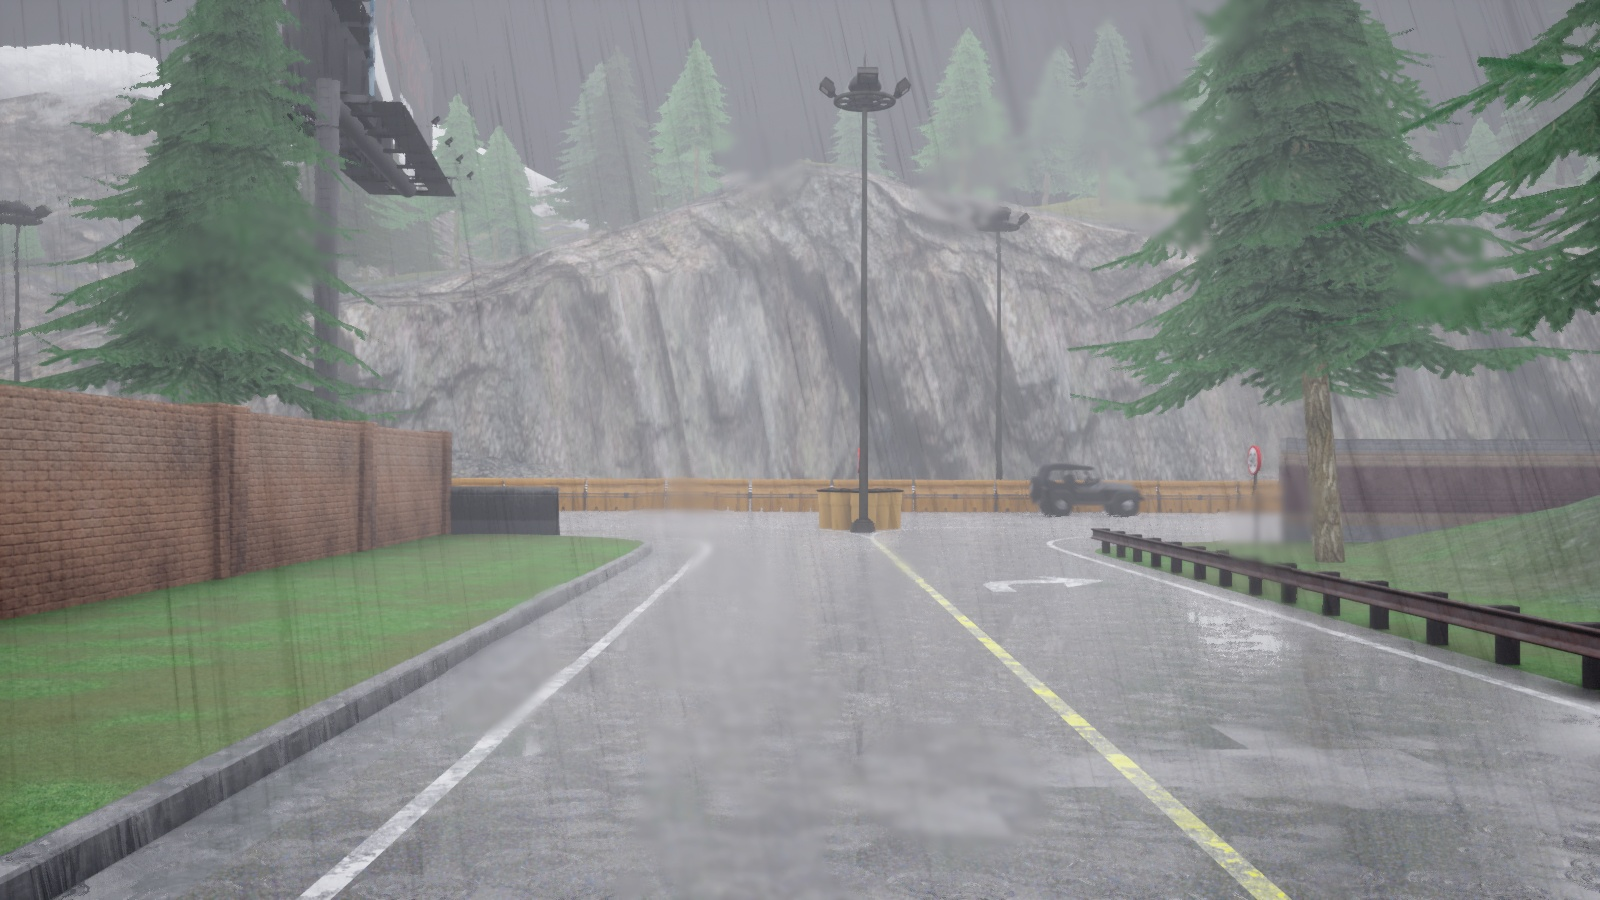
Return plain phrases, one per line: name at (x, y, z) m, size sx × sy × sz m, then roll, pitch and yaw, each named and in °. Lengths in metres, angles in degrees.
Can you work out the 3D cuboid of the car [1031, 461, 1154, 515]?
car at (10.327, 1.334, 44.511) m, size 3.866 × 1.878 × 1.905 m, roll 0°, pitch -1°, yaw -1°
